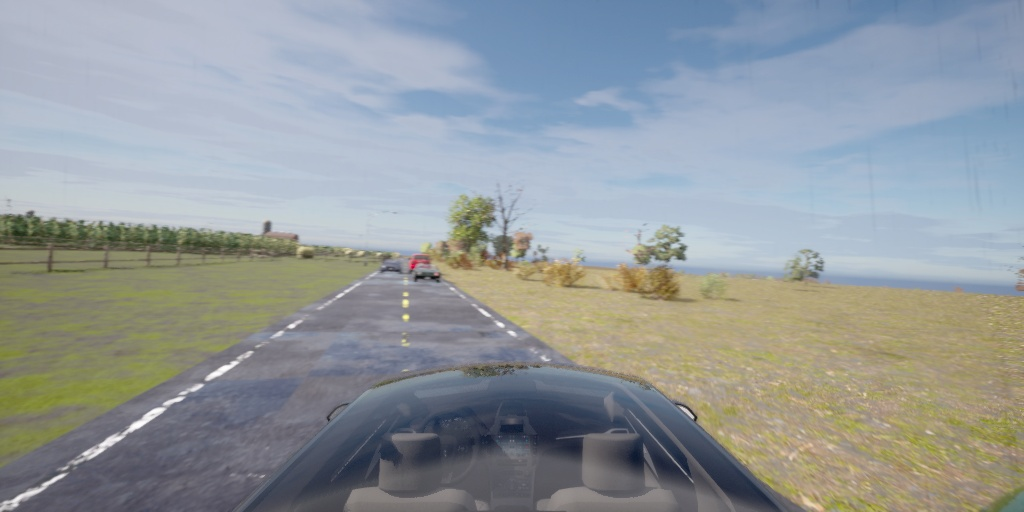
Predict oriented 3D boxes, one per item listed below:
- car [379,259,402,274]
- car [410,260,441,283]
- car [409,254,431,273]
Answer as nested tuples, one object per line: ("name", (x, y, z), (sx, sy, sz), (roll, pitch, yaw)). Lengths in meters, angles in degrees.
("car", (-11.864, 1.011, 35.370), (1.994, 1.385, 4.181), (3, -1, -16))
("car", (-6.519, 1.261, 27.276), (1.895, 1.301, 4.718), (3, -1, -16))
("car", (-9.946, 0.816, 38.821), (2.150, 2.045, 5.566), (3, 0, -16))
